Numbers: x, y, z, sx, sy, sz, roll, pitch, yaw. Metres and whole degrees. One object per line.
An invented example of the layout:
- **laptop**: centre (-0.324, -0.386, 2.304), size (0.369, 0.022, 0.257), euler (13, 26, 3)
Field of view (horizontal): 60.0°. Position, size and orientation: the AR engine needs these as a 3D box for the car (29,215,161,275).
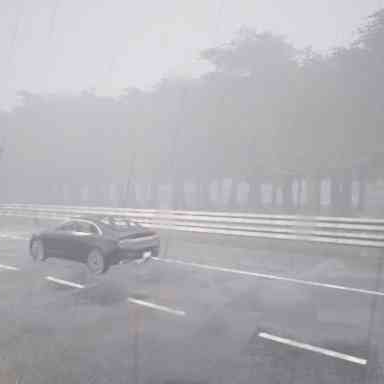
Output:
- **car**: centre (-3.194, 1.493, 10.450), size (4.902, 1.511, 2.128), euler (0, 0, 36)
